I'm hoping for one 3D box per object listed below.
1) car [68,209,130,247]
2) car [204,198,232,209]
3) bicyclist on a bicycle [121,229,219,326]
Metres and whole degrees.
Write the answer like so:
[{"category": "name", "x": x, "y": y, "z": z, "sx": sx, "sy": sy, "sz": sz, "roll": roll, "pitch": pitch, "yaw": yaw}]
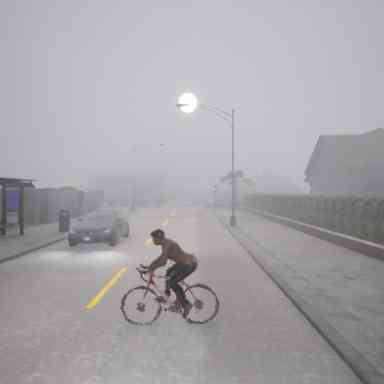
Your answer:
[{"category": "car", "x": -4.008, "y": 1.525, "z": 15.054, "sx": 1.812, "sy": 1.442, "sz": 4.674, "roll": 0, "pitch": 0, "yaw": 0}, {"category": "car", "x": 3.730, "y": 1.523, "z": 45.893, "sx": 4.674, "sy": 1.442, "sz": 1.812, "roll": 0, "pitch": 0, "yaw": -41}, {"category": "bicyclist on a bicycle", "x": -0.385, "y": 1.445, "z": 5.585, "sx": 1.656, "sy": 1.620, "sz": 0.582, "roll": -2, "pitch": 0, "yaw": 0}]
